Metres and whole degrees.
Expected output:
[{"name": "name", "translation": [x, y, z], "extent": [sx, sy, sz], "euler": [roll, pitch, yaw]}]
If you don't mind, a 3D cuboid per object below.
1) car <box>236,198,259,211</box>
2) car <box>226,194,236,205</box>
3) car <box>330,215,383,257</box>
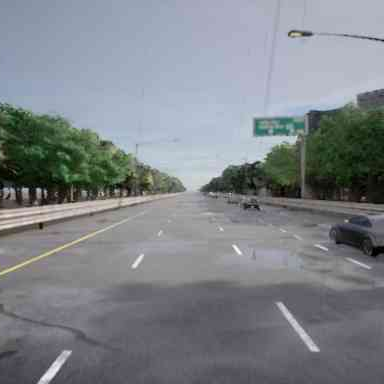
[{"name": "car", "translation": [7.071, 1.477, 41.183], "extent": [1.837, 1.490, 4.892], "euler": [0, 0, 0]}, {"name": "car", "translation": [7.118, 1.503, 58.841], "extent": [2.033, 1.411, 5.357], "euler": [0, 0, 0]}, {"name": "car", "translation": [7.005, 1.564, 12.884], "extent": [1.994, 1.385, 4.181], "euler": [0, 0, 0]}]
